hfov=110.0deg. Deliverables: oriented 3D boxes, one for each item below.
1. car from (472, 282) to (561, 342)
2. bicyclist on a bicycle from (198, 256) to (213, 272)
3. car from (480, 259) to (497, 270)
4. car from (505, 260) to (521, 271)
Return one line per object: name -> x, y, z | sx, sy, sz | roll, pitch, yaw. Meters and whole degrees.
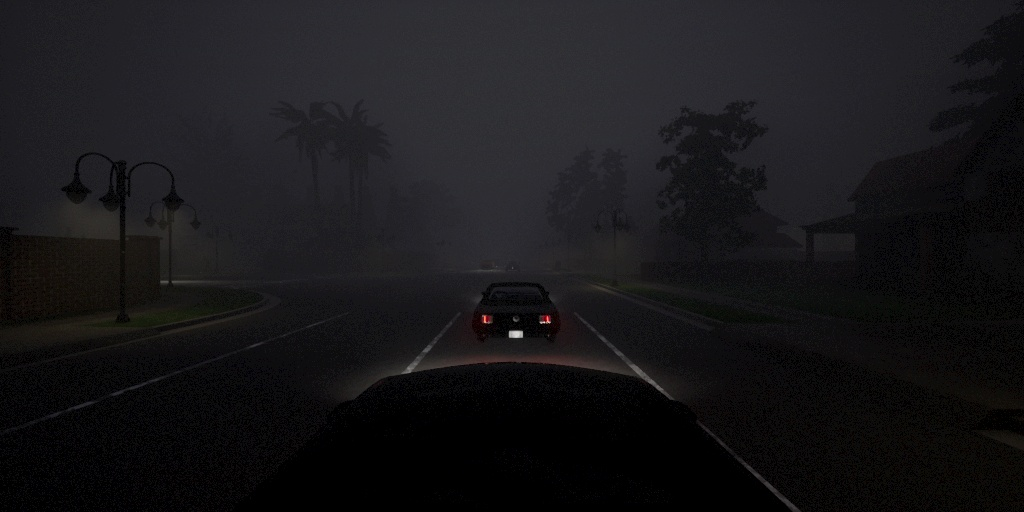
car -> 0.093, 1.351, 9.718 | 1.895, 1.301, 4.718 | 0, 0, 0
bicyclist on a bicycle -> -30.590, 0.834, 35.794 | 0.582, 1.620, 1.656 | 0, 0, 0
car -> -3.582, 1.226, 52.583 | 1.882, 1.535, 5.008 | 0, 0, 0
car -> 0.090, 1.275, 47.747 | 1.812, 1.442, 4.674 | 0, 0, 0
